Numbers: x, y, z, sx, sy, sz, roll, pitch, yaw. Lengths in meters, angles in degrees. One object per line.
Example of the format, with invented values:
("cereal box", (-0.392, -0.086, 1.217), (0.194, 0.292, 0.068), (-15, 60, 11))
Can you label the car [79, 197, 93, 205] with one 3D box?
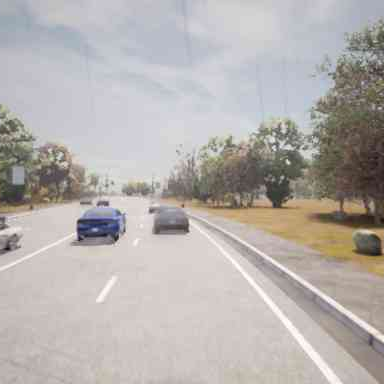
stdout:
("car", (-18.530, 1.616, 58.530), (2.033, 1.411, 5.357), (0, 0, -10))

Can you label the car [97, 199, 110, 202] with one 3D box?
("car", (-13.633, 1.657, 51.228), (1.895, 1.301, 4.718), (0, 0, -10))

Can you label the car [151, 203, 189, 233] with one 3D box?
("car", (-1.282, 1.580, 19.939), (1.994, 1.385, 4.181), (0, 0, -7))

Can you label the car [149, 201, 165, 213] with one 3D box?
("car", (-3.906, 1.634, 37.850), (1.895, 1.301, 4.718), (0, 0, -10))

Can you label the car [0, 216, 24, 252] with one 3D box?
("car", (-7.637, 1.627, 11.311), (1.895, 1.301, 4.718), (0, 0, -5))

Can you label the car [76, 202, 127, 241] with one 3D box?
("car", (-4.461, 1.499, 16.954), (1.882, 1.535, 5.008), (0, 0, -6))
